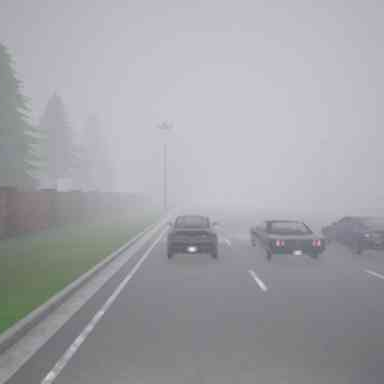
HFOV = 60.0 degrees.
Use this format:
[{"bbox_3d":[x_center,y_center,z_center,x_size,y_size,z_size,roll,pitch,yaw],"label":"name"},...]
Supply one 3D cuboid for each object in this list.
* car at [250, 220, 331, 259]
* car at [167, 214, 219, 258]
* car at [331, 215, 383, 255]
[{"bbox_3d":[3.522,1.749,13.230,1.895,1.301,4.718,0,-1,0],"label":"car"},{"bbox_3d":[0.024,1.657,13.482,1.837,1.490,4.892,0,0,0],"label":"car"},{"bbox_3d":[7.028,1.680,13.870,1.812,1.442,4.674,0,0,0],"label":"car"}]
